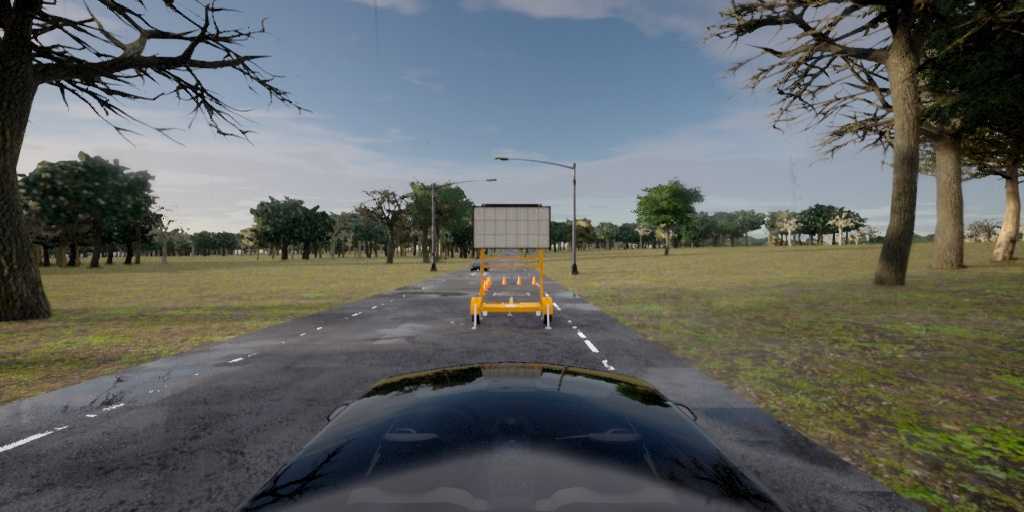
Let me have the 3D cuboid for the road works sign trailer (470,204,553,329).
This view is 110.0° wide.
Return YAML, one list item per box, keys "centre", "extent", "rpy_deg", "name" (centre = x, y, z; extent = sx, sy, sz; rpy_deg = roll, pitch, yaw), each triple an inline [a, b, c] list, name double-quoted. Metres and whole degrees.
- centre: [-0.010, 0.194, 11.147]
  extent: [2.380, 3.560, 2.880]
  rpy_deg: [0, 0, 0]
  name: "road works sign trailer"

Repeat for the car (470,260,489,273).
- centre: [-3.641, 1.112, 41.067]
  extent: [2.033, 1.411, 5.357]
  rpy_deg: [0, 0, 0]
  name: "car"
